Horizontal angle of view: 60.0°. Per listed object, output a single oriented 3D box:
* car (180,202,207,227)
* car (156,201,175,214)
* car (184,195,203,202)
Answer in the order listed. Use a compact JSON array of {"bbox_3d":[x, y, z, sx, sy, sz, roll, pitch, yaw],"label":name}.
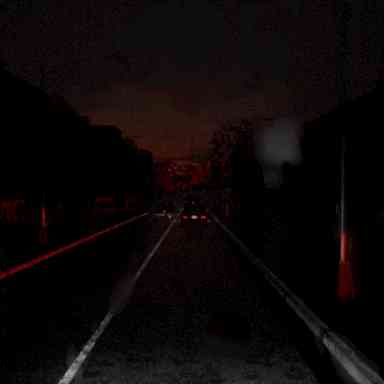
[{"bbox_3d":[0.128,1.674,23.682,2.033,1.411,5.357,0,0,0],"label":"car"},{"bbox_3d":[-3.023,1.755,39.095,2.033,1.411,5.357,0,0,0],"label":"car"},{"bbox_3d":[0.182,1.433,41.017,2.150,2.045,5.566,0,-1,0],"label":"car"}]
